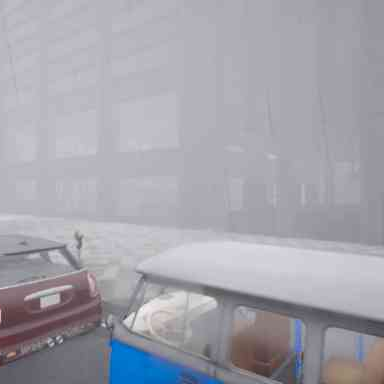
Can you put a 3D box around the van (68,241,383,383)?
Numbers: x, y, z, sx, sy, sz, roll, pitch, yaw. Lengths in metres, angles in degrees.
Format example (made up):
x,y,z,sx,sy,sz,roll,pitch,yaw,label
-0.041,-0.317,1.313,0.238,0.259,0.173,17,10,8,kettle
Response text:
x,y,z,sx,sy,sz,roll,pitch,yaw,label
1.156,1.340,2.138,3.998,1.788,1.690,0,0,36,van

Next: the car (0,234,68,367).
x,y,z,sx,sy,sz,roll,pitch,yaw,label
-3.398,1.412,5.413,4.097,1.590,1.967,0,0,36,car
